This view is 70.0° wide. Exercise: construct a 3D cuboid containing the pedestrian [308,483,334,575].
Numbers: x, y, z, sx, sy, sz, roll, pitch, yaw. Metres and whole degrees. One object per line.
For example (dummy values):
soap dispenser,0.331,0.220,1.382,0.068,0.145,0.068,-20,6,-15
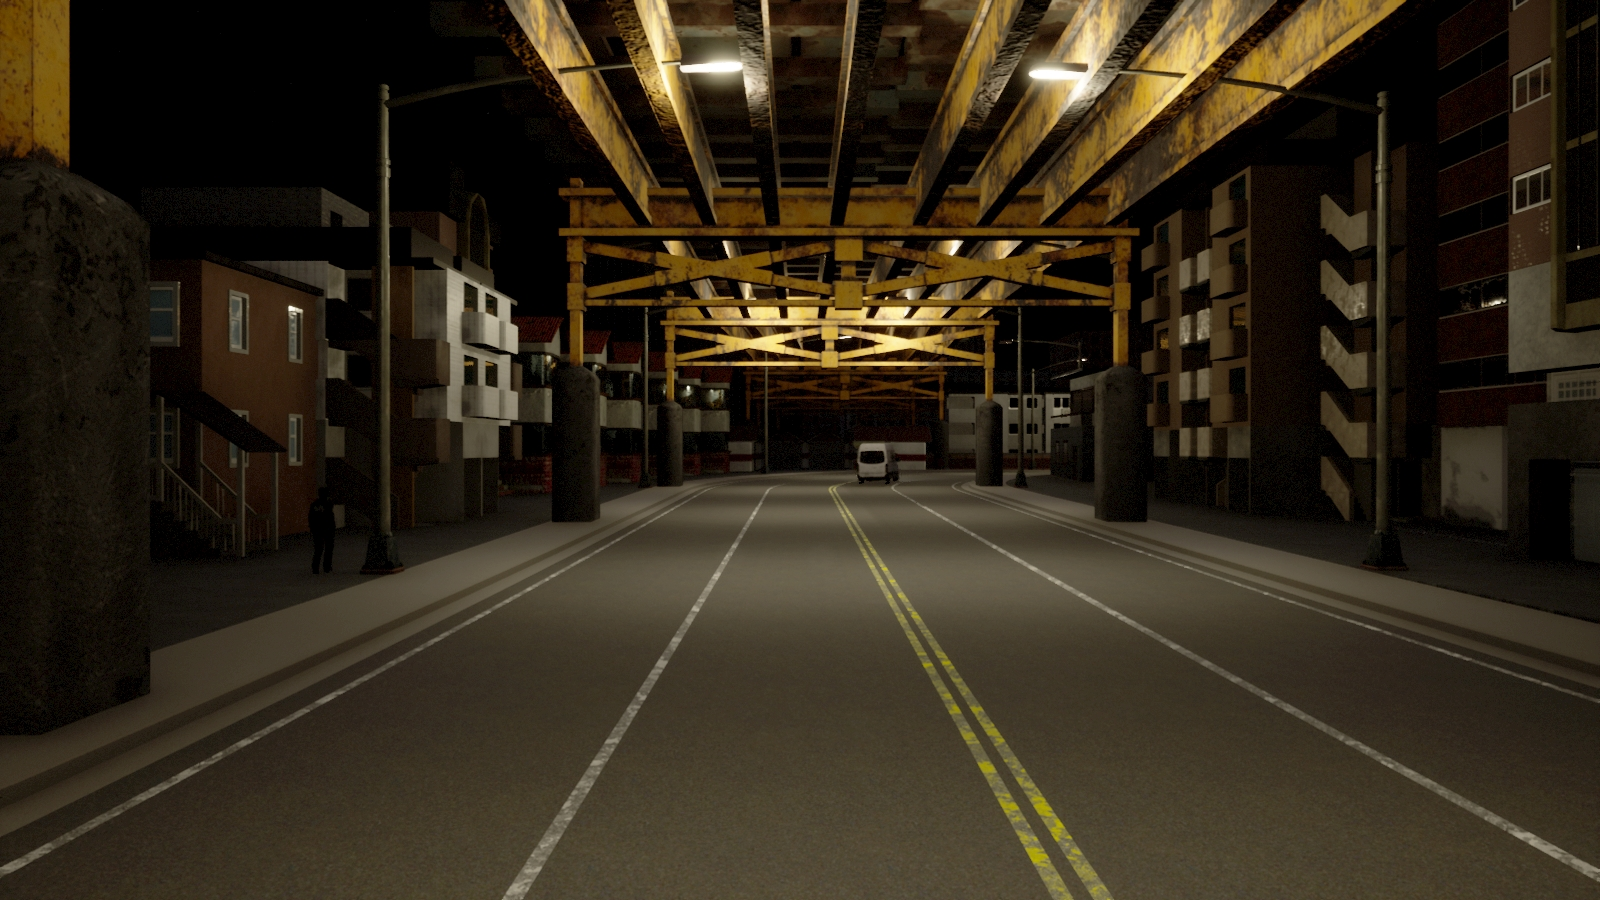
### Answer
pedestrian,-9.737,1.600,23.240,0.375,1.860,0.375,0,0,0
